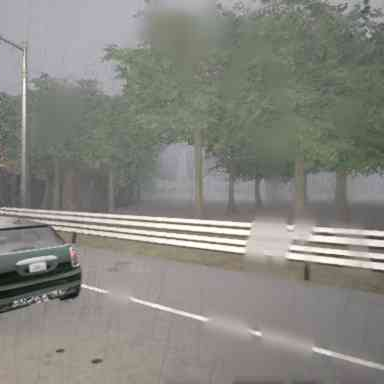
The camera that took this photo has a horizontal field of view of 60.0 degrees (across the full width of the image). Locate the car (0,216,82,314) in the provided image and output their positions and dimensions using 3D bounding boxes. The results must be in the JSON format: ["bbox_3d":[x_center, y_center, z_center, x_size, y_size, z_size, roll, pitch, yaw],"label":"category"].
[{"bbox_3d":[-4.437,1.347,7.177,4.553,1.767,2.097,0,0,37],"label":"car"}]
